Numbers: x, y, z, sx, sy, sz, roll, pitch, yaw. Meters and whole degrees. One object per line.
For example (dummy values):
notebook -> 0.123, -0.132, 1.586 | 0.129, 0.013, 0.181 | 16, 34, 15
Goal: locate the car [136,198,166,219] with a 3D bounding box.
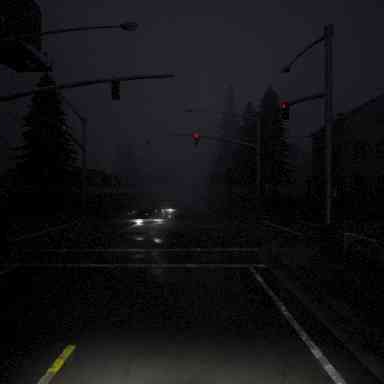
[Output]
car -> -3.599, 1.520, 28.714 | 1.812, 1.442, 4.674 | 0, 0, 0

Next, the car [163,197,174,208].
car -> -3.595, 1.491, 47.168 | 2.128, 1.511, 4.902 | 0, 0, 0
